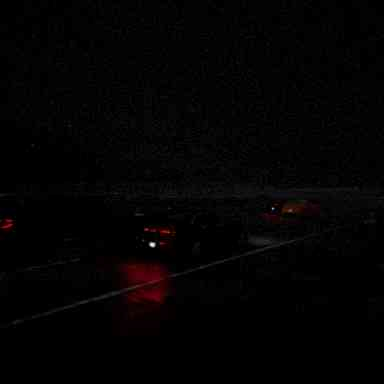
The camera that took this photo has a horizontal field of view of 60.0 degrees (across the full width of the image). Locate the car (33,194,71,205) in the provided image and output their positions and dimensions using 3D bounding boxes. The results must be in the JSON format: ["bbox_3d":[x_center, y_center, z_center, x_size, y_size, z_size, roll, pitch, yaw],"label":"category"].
[{"bbox_3d":[-18.542,0.996,44.329,1.895,1.301,4.718,1,1,23],"label":"car"}]

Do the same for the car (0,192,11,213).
[{"bbox_3d":[-18.329,0.935,28.378,2.097,1.767,4.553,1,0,39],"label":"car"}]

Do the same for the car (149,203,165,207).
[{"bbox_3d":[-2.290,1.369,20.112,1.994,1.385,4.181,1,0,39],"label":"car"}]

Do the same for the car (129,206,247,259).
[{"bbox_3d":[0.276,1.384,12.258,1.837,1.490,4.892,1,1,39],"label":"car"}]

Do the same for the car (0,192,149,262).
[{"bbox_3d":[-4.409,1.059,11.811,2.150,2.045,5.566,1,1,39],"label":"car"}]

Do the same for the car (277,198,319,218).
[{"bbox_3d":[9.738,1.411,29.591,1.882,1.535,5.008,1,0,39],"label":"car"}]

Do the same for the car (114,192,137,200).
[{"bbox_3d":[-11.963,0.693,60.133,1.994,1.385,4.181,1,2,23],"label":"car"}]

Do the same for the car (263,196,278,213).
[{"bbox_3d":[9.582,1.434,35.011,1.837,1.490,4.892,1,0,39],"label":"car"}]

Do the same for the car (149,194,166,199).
[{"bbox_3d":[-6.187,1.176,43.603,2.128,1.511,4.902,1,0,39],"label":"car"}]

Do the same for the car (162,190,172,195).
[{"bbox_3d":[-5.711,0.309,74.095,1.812,1.442,4.674,1,2,25],"label":"car"}]

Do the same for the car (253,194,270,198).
[{"bbox_3d":[14.662,1.395,69.629,2.150,2.045,5.566,1,-1,39],"label":"car"}]
